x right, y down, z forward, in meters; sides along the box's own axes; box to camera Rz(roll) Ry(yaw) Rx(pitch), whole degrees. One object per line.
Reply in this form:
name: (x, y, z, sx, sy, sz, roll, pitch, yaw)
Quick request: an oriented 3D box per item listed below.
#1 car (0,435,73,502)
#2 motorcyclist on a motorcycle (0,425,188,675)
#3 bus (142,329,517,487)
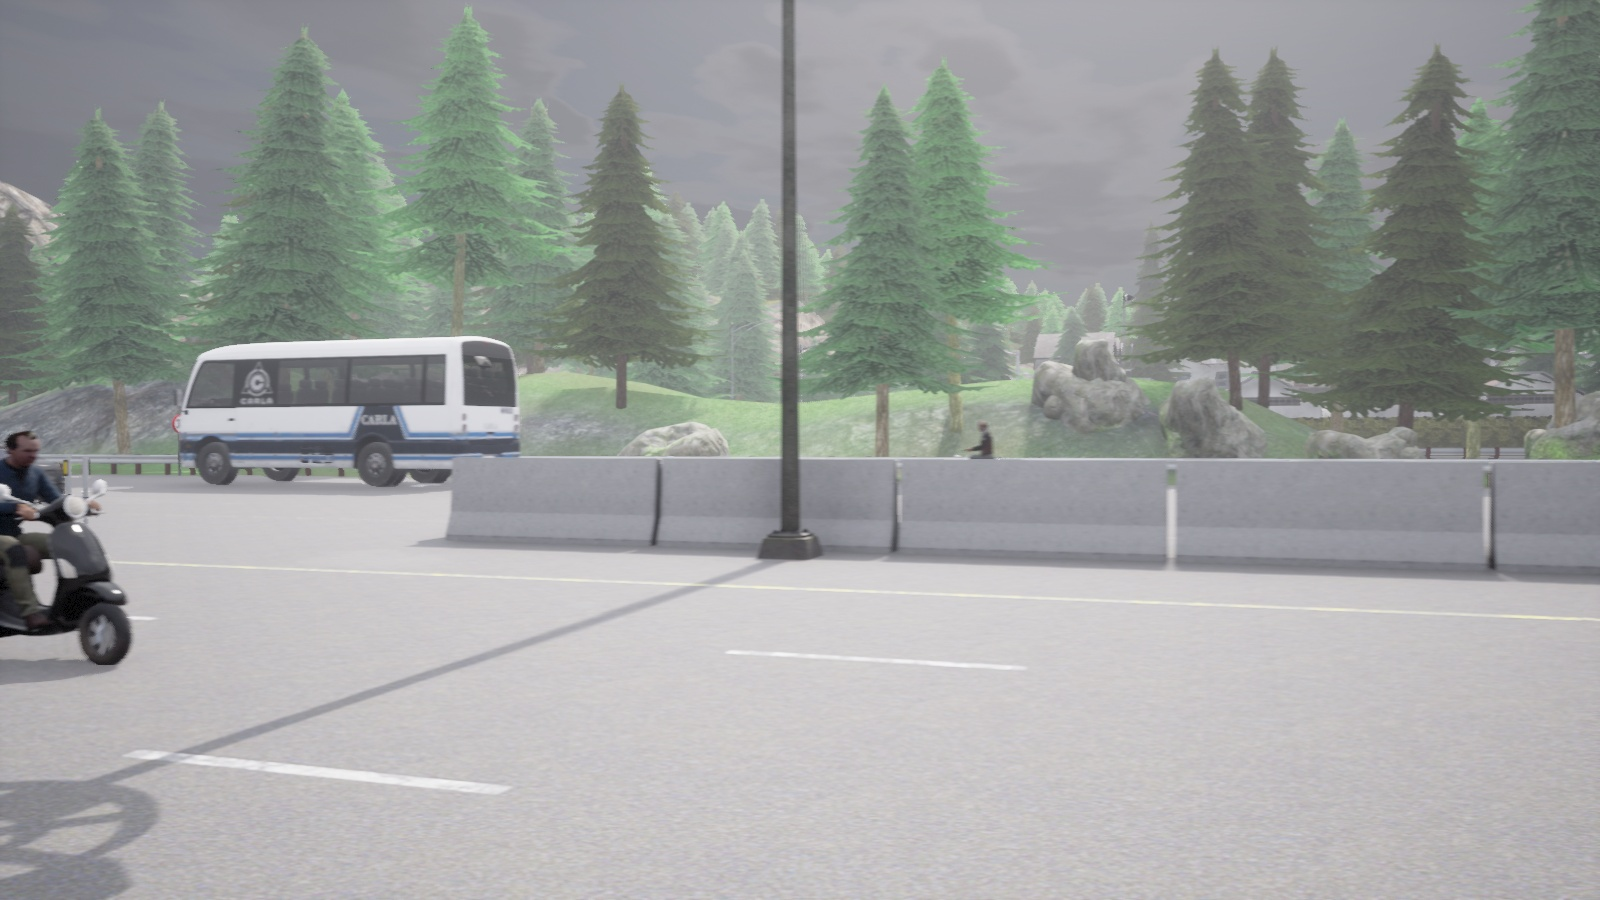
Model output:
car: (-18.625, 0.373, 27.925, 4.181, 1.385, 1.994, 1, 1, 19)
motorcyclist on a motorcycle: (-5.282, 0.621, 8.663, 1.817, 1.590, 0.866, 1, 1, 19)
bus: (-13.979, -1.202, 37.414, 10.273, 4.253, 3.944, 1, 1, 19)
